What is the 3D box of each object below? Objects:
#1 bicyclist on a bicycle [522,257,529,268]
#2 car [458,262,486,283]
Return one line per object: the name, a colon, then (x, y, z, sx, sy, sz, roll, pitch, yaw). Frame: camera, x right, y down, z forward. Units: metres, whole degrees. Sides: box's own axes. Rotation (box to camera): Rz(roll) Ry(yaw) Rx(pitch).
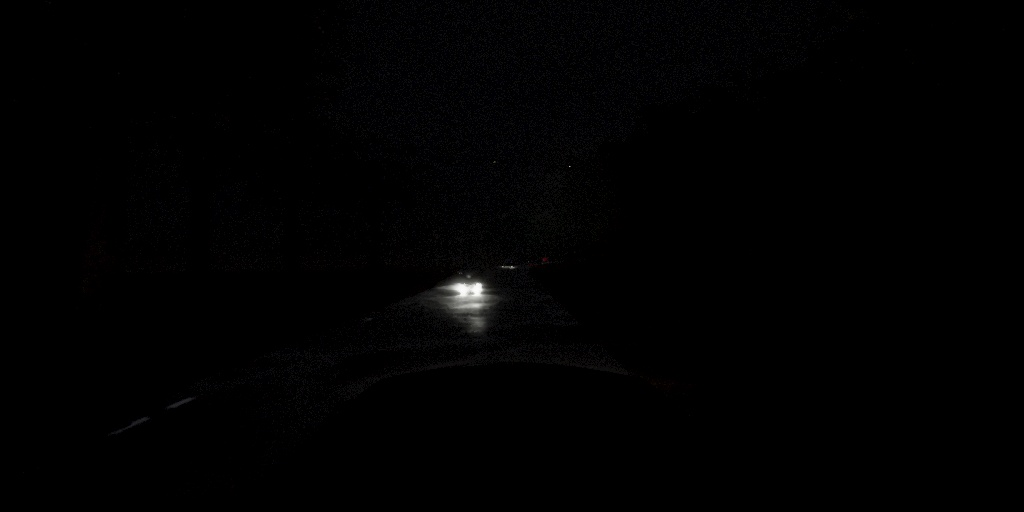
bicyclist on a bicycle: (1.965, 1.057, 59.062, 0.659, 1.776, 1.843, 0, 0, 7)
car: (-3.083, 1.226, 28.227, 2.128, 1.511, 4.902, 0, 0, 0)
